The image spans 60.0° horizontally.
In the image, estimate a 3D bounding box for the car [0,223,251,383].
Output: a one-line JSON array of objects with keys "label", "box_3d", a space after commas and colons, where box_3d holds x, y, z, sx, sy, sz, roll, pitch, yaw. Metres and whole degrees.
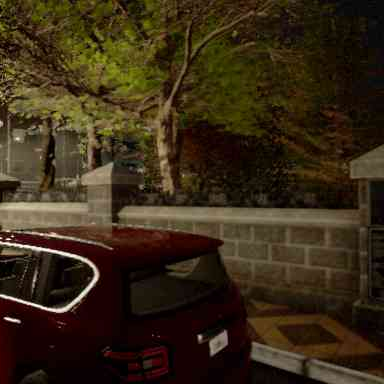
[{"label": "car", "box_3d": [-1.725, 1.324, 4.120, 5.009, 1.841, 2.192, 0, -1, 36]}]
